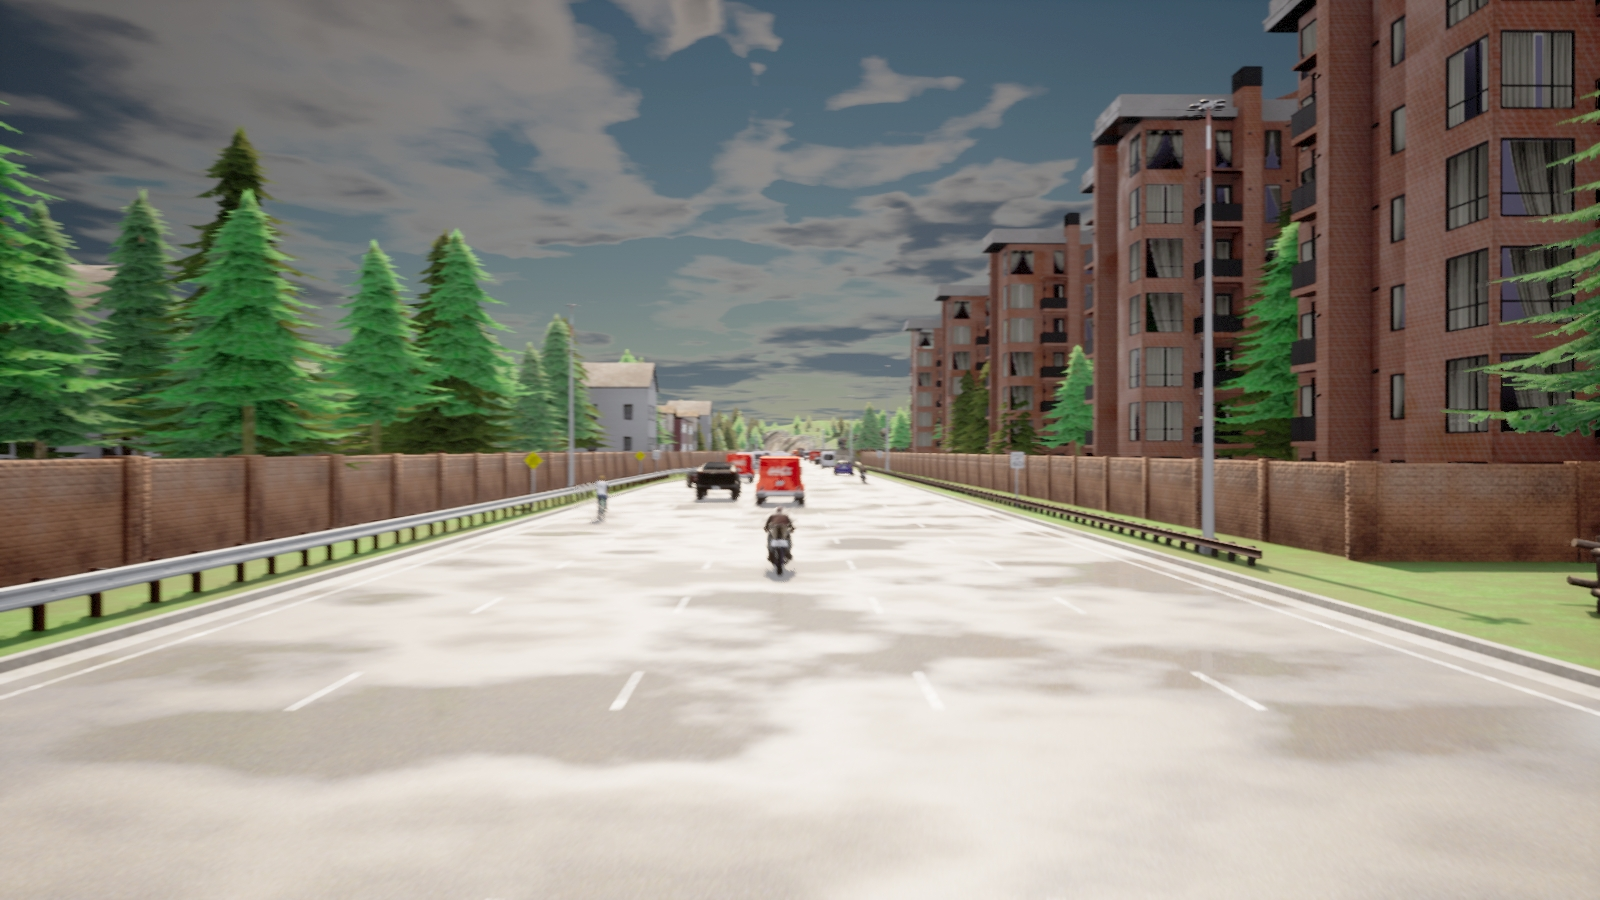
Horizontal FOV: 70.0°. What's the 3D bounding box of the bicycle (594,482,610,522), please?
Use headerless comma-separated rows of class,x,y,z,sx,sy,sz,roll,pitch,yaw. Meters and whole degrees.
bicycle,-7.793,2.047,45.108,0.373,1.496,1.643,0,0,-1

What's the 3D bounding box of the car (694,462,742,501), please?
car,-4.634,1.747,65.580,2.390,2.098,6.274,0,0,-1

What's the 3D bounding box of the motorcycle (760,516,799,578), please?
motorcycle,-0.475,2.204,26.422,0.867,1.251,2.209,0,0,-1

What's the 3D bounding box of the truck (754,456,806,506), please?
truck,-1.042,1.566,60.110,2.627,2.467,5.204,0,0,-1
